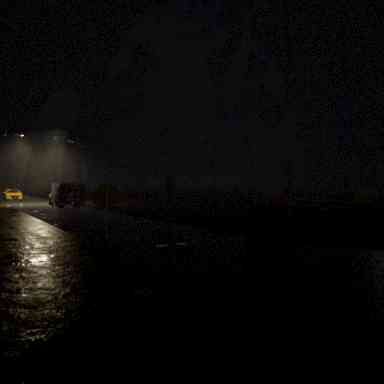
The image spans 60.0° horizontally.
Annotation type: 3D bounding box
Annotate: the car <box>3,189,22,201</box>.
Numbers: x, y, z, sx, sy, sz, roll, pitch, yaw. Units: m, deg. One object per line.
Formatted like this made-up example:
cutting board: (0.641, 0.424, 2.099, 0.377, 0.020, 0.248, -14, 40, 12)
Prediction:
car: (-24.608, 0.362, 45.641, 1.882, 1.535, 5.008, 0, 1, -35)

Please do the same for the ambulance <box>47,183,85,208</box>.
ambulance: (-12.959, 0.309, 33.908, 2.351, 2.431, 6.366, 0, 1, -35)
